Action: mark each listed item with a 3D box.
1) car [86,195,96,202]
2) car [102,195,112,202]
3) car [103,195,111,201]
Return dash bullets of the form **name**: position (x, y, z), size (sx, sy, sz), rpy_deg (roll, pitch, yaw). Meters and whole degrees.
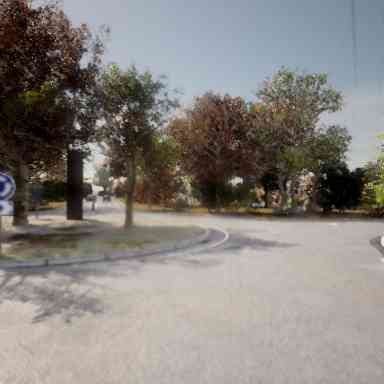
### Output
- **car**: position (-23.350, 1.384, 77.227), size (2.097, 1.767, 4.553), rpy_deg (0, 0, -15)
- **car**: position (-19.332, 1.541, 75.665), size (1.837, 1.490, 4.892), rpy_deg (0, 0, -15)
- **car**: position (-22.569, 1.567, 88.173), size (1.837, 1.490, 4.892), rpy_deg (0, -1, -15)
